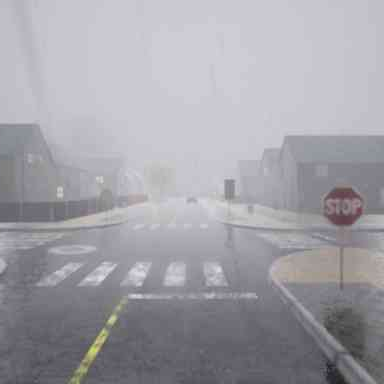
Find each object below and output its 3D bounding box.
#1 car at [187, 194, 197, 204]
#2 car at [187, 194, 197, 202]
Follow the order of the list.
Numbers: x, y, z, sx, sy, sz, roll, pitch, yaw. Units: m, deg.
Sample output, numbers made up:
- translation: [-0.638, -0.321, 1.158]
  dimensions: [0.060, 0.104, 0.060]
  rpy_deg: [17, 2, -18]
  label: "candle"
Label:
- translation: [0.011, 1.330, 58.709]
  dimensions: [2.128, 1.511, 4.902]
  rpy_deg: [0, 0, 0]
  label: "car"
- translation: [0.014, 1.214, 69.129]
  dimensions: [1.882, 1.535, 5.008]
  rpy_deg: [0, 0, 0]
  label: "car"
